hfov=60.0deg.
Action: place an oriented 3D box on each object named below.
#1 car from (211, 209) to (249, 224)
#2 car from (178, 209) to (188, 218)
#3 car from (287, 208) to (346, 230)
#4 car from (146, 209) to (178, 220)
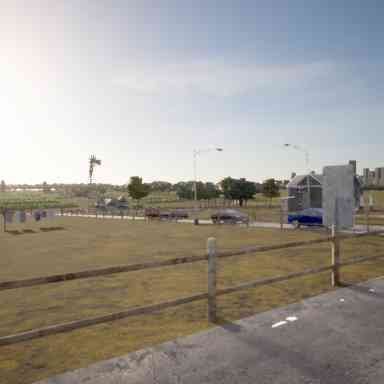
[{"bbox_3d":[3.777,2.485,34.003,1.812,1.442,4.674,0,-2,-36],"label":"car"},{"bbox_3d":[-2.433,3.131,47.744,1.994,1.385,4.181,0,-2,-36],"label":"car"},{"bbox_3d":[9.753,2.028,25.659,1.882,1.535,5.008,0,-2,-36],"label":"car"},{"bbox_3d":[-4.363,3.135,45.398,1.895,1.301,4.718,0,-2,-35],"label":"car"}]
